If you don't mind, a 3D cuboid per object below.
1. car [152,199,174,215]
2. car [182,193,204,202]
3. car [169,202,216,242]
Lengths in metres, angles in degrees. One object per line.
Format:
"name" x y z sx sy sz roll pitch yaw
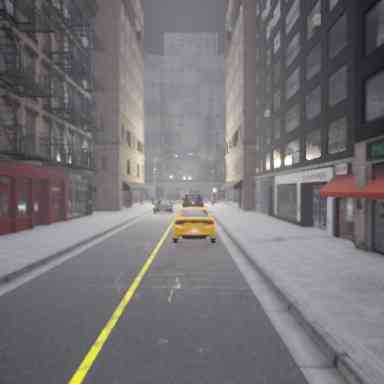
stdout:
"car" -2.846 1.467 33.917 1.812 1.442 4.674 0 0 0
"car" 0.099 1.160 34.746 2.150 2.045 5.566 0 0 0
"car" 0.100 1.461 16.304 1.882 1.535 5.008 0 0 0
